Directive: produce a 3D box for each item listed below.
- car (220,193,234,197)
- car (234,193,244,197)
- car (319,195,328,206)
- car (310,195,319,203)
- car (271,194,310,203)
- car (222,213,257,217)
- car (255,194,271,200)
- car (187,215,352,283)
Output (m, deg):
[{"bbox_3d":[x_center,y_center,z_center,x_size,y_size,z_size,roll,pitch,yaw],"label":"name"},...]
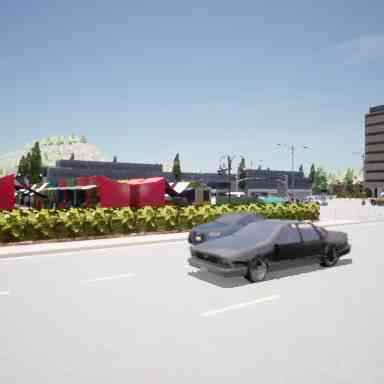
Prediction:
[{"bbox_3d":[7.927,1.211,82.747,1.905,1.878,3.866,0,0,-33],"label":"car"},{"bbox_3d":[10.378,1.209,84.288,1.932,1.855,4.605,0,0,-33],"label":"car"},{"bbox_3d":[18.691,1.451,50.861,1.970,1.475,3.806,0,0,-33],"label":"car"},{"bbox_3d":[16.269,1.419,49.275,1.784,1.438,3.905,0,0,-33],"label":"car"},{"bbox_3d":[14.052,1.209,47.762,1.932,1.855,4.605,0,0,-33],"label":"car"},{"bbox_3d":[1.902,1.564,13.629,4.181,1.385,1.994,0,0,-34],"label":"car"},{"bbox_3d":[15.238,1.451,66.654,1.970,1.475,3.806,0,0,-33],"label":"car"},{"bbox_3d":[2.517,1.547,9.838,5.357,1.411,2.033,0,0,-34],"label":"car"}]
